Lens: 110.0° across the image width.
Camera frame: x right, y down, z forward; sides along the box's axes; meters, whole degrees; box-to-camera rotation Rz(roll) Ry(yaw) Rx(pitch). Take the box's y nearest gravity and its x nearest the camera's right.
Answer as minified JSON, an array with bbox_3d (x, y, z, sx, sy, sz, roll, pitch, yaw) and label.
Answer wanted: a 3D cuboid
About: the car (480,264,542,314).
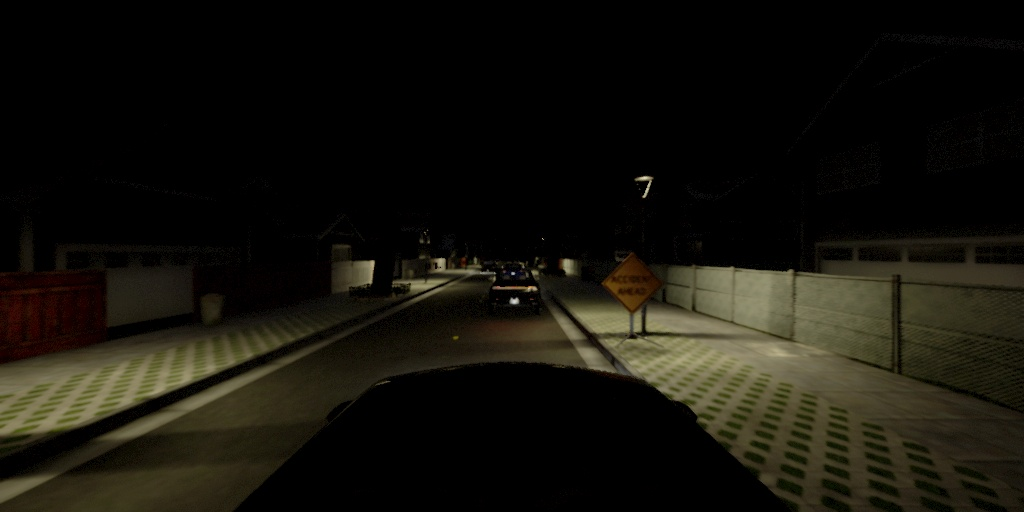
[{"bbox_3d":[0.086,1.231,13.808,2.128,1.511,4.902,0,0,0],"label":"car"}]

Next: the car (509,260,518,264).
[{"bbox_3d":[0.089,1.296,29.550,1.994,1.385,4.181,0,0,0],"label":"car"}]

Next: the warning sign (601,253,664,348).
[{"bbox_3d":[2.518,0.860,7.559,1.300,1.860,1.060,0,0,0],"label":"warning sign"}]

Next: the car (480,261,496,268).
[{"bbox_3d":[-2.834,1.276,44.751,2.033,1.411,5.357,0,0,0],"label":"car"}]
